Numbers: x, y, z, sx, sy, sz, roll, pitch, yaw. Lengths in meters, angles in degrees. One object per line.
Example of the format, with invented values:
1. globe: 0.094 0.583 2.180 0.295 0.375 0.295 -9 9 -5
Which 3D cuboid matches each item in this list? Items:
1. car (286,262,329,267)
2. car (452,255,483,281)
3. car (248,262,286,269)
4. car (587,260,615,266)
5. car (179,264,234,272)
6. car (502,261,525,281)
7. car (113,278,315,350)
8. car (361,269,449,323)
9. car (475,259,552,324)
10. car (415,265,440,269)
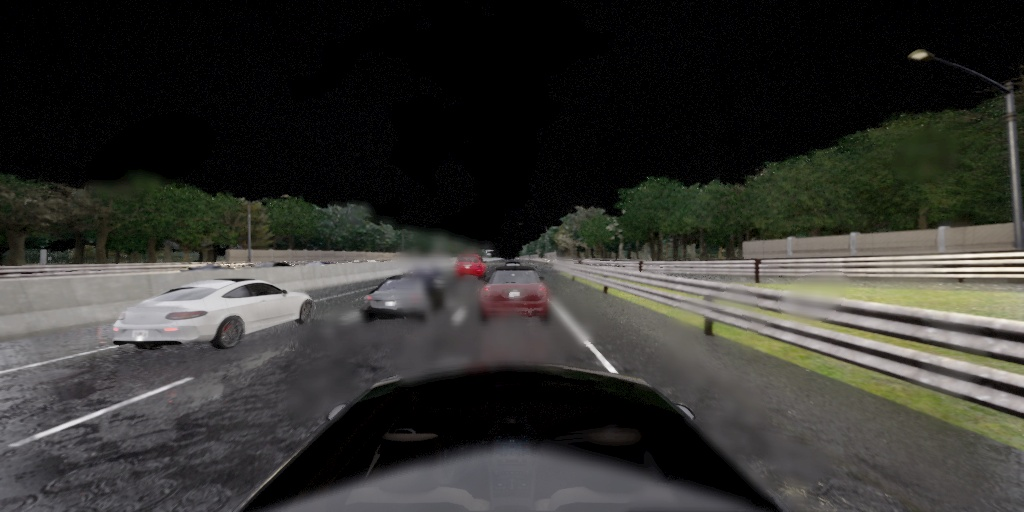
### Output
1. car: -17.580 1.278 32.046 1.812 1.442 4.674 0 0 0
2. car: -3.412 0.974 30.673 2.150 2.045 5.566 0 0 0
3. car: -21.084 1.257 31.256 1.837 1.490 4.892 0 0 0
4. car: 11.082 1.185 45.010 1.994 1.385 4.181 0 0 -19
5. car: -24.593 1.315 29.076 1.994 1.385 4.181 0 0 0
6. car: 0.088 1.258 31.285 1.837 1.490 4.892 0 0 0
7. car: -6.903 1.277 8.962 1.812 1.442 4.674 0 0 0
8. car: -3.404 1.316 12.110 1.994 1.385 4.181 0 0 0
9. car: 0.096 1.104 12.191 2.097 1.767 4.553 0 0 0
10. car: -6.911 1.353 29.643 1.895 1.301 4.718 0 0 0
